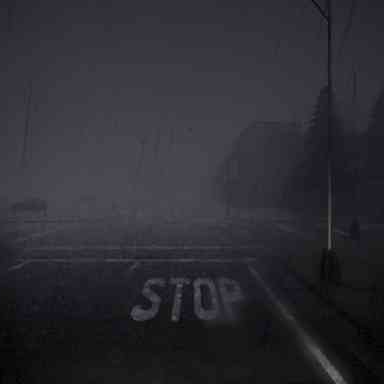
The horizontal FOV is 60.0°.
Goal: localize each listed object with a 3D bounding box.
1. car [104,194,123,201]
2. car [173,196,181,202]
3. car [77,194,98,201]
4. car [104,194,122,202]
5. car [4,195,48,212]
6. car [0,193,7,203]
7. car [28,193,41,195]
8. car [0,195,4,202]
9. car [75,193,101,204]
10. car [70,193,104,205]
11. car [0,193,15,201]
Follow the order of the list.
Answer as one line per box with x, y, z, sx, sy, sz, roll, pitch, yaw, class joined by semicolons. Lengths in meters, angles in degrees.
-17.989;1.245;76.025;3.806;1.475;1.970;0;0;0;car
-3.500;1.536;77.723;2.033;1.411;5.357;0;0;0;car
-25.038;1.311;79.687;4.514;1.523;2.007;0;0;0;car
-17.665;1.167;69.608;5.027;1.636;2.152;0;0;0;car
-17.386;1.386;35.324;3.633;1.501;1.845;0;0;0;car
-35.759;1.311;60.288;4.514;1.523;2.007;0;0;0;car
-35.049;1.110;72.745;4.605;1.855;1.932;0;0;0;car
-43.528;1.374;72.706;3.806;1.475;1.970;0;0;0;car
-17.663;1.090;56.813;3.866;1.878;1.905;0;0;0;car
-17.251;1.110;53.908;4.605;1.855;1.932;0;0;0;car
-42.917;1.090;76.030;3.866;1.878;1.905;0;0;0;car
